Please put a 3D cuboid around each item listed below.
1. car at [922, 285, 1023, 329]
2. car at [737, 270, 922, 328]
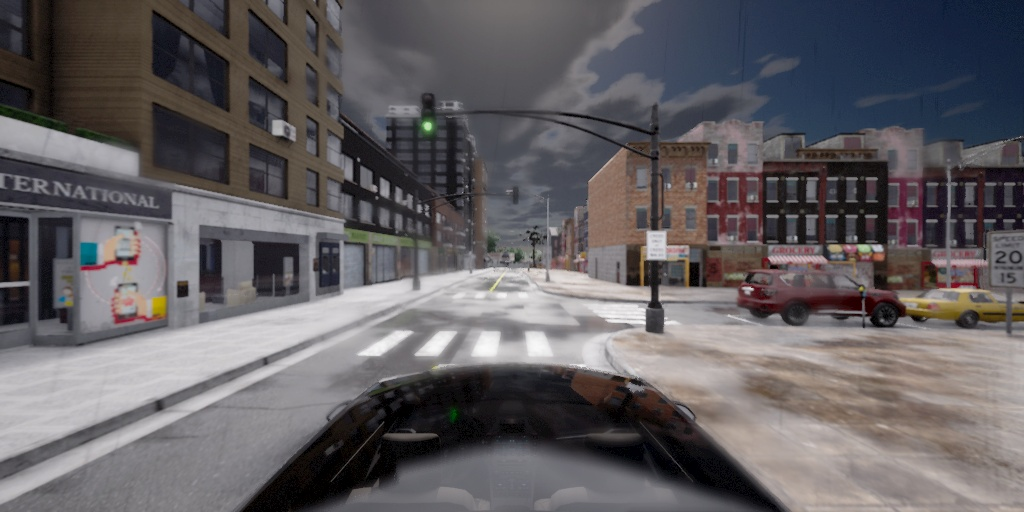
[{"bbox_3d":[16.535,1.755,12.798,4.829,1.417,1.751,0,0,0],"label":"car"},{"bbox_3d":[10.820,1.442,12.822,5.009,1.841,2.192,0,0,0],"label":"car"}]
